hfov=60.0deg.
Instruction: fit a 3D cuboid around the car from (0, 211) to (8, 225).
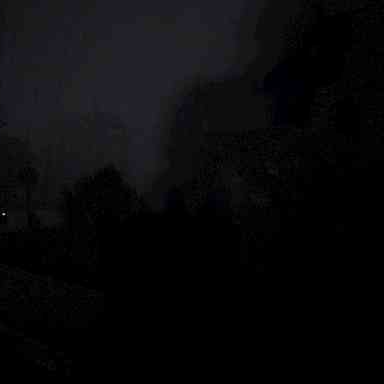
[{"bbox_3d":[-13.286,1.369,19.187,2.128,1.511,4.902,0,0,32],"label":"car"}]
